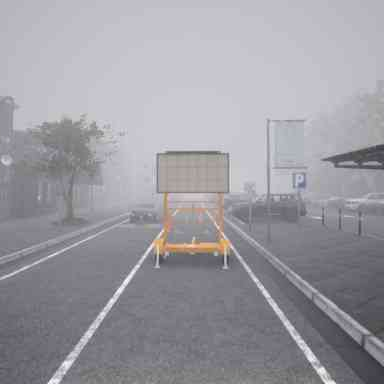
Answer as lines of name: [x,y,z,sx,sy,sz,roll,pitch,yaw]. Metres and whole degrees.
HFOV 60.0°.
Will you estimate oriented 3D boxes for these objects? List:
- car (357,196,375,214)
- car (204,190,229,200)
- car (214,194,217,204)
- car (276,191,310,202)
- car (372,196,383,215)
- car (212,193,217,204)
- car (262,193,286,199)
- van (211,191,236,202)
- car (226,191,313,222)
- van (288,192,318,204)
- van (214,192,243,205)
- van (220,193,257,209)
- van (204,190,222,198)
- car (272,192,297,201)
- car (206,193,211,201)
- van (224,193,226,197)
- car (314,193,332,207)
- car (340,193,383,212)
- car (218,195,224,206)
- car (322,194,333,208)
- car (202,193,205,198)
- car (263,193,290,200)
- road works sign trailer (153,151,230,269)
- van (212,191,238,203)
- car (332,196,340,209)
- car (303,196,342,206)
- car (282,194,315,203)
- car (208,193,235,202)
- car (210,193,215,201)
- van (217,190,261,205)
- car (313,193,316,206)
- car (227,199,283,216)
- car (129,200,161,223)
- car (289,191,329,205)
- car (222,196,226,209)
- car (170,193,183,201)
car: [18.780,1.361,31.354,5.008,1.535,2.097,0,0,0]
car: [5.562,0.658,75.364,5.566,2.045,2.435,0,1,0]
car: [5.693,1.312,44.526,4.792,1.488,2.163,0,0,0]
car: [18.731,0.833,61.889,5.566,2.045,2.435,0,1,0]
car: [18.787,1.375,28.578,5.008,1.535,2.097,0,0,0]
car: [5.654,1.297,47.334,4.674,1.452,2.002,0,1,0]
car: [18.674,0.907,75.770,4.892,1.521,2.231,0,1,0]
van: [5.740,0.865,61.349,4.442,1.987,1.878,0,1,0]
car: [5.682,1.141,24.900,5.566,2.045,2.435,0,0,0]
van: [18.832,0.930,56.339,4.442,1.987,1.878,0,1,0]
van: [5.760,0.972,52.942,4.442,1.987,1.878,0,1,0]
van: [5.787,1.076,41.722,4.442,1.987,1.878,0,0,0]
van: [5.447,0.540,86.576,4.442,1.987,1.878,0,1,0]
car: [18.720,0.888,67.442,4.553,1.767,2.185,0,1,0]
car: [5.609,0.911,55.742,5.566,2.045,2.435,0,1,0]
van: [5.807,1.125,33.310,4.442,1.987,1.878,0,0,0]
car: [18.933,1.295,42.459,5.366,1.575,1.946,0,0,0]
car: [18.740,1.096,34.128,5.566,2.045,2.435,0,0,0]
car: [5.679,1.336,36.114,5.008,1.535,2.097,0,0,0]
car: [18.750,1.317,39.682,5.008,1.535,2.097,0,0,0]
car: [5.568,0.695,72.561,5.566,2.045,2.435,0,1,0]
car: [18.490,0.939,72.993,5.366,1.575,1.946,0,1,0]
road works sign trailer: [0.036,0.441,11.128,2.380,3.560,2.880,0,0,2]
van: [5.747,0.901,58.546,4.442,1.987,1.878,0,1,0]
car: [18.756,1.335,36.904,4.892,1.521,2.231,0,0,0]
car: [18.764,1.281,48.014,4.792,1.488,2.163,0,1,0]
car: [18.895,1.117,59.116,5.366,1.575,1.946,0,1,0]
car: [5.610,1.055,64.155,4.892,1.521,2.231,0,1,0]
car: [5.657,1.229,50.137,4.892,1.521,2.231,0,1,0]
van: [5.561,1.095,38.920,4.442,1.987,1.878,0,0,0]
car: [18.712,1.309,45.231,4.792,1.488,2.163,0,1,0]
car: [5.700,1.405,30.508,4.674,1.452,2.002,0,0,0]
car: [-3.374,1.413,24.554,1.837,1.490,4.892,0,0,0]
car: [18.750,0.940,53.562,5.566,2.045,2.435,0,1,0]
car: [5.519,1.376,27.704,5.366,1.575,1.946,0,0,0]
car: [-3.335,1.093,66.129,2.033,1.411,5.357,0,1,1]
